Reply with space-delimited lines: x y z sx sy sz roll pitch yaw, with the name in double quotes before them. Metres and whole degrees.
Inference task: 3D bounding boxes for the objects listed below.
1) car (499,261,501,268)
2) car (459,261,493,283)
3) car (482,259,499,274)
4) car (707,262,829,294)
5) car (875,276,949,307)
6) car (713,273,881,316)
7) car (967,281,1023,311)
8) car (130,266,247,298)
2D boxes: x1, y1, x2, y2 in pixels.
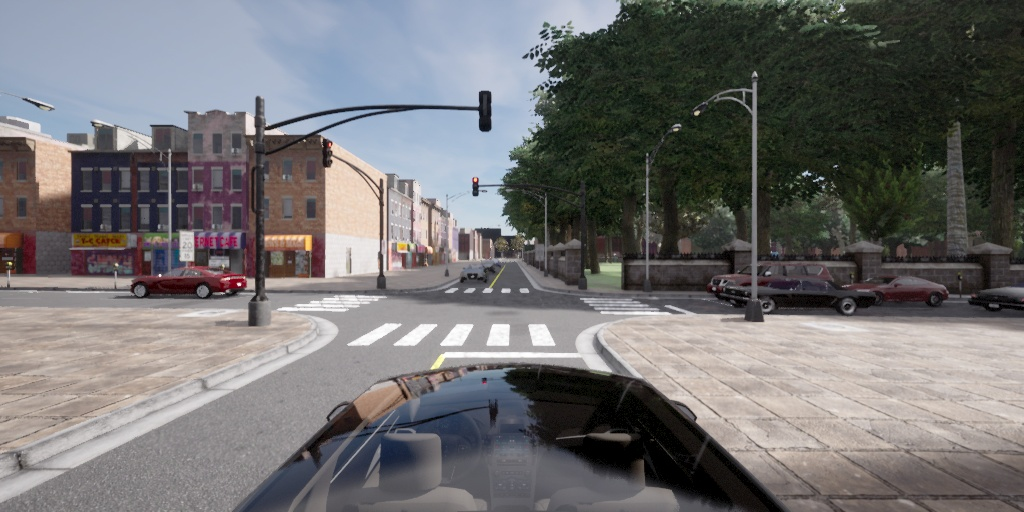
"car" -2.790 1.234 58.545 1.812 1.442 4.674 0 0 0
"car" -2.848 1.310 27.936 1.994 1.385 4.181 0 0 0
"car" -2.848 1.240 41.312 1.837 1.490 4.892 0 0 0
"car" 11.712 1.202 16.311 5.009 1.841 2.192 0 0 0
"car" 17.160 1.533 16.292 4.207 1.307 1.802 0 0 0
"car" 10.765 1.482 13.822 4.718 1.301 1.895 1 0 2
"car" 21.154 1.550 13.737 5.357 1.411 2.033 1 0 0
"car" -14.716 1.148 16.402 4.507 1.381 1.888 0 0 0
